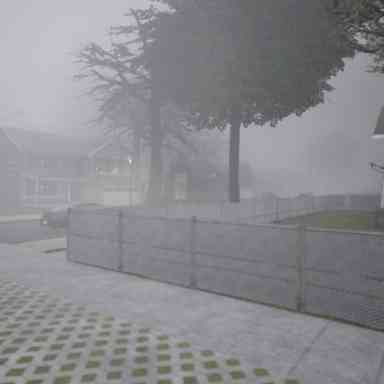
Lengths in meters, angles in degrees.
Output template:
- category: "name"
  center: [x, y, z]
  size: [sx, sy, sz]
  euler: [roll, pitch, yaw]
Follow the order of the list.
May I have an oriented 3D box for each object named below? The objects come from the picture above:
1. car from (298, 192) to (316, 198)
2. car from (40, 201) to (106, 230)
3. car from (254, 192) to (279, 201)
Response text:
- category: "car"
  center: [17.044, 0.728, 49.084]
  size: [1.837, 1.490, 4.892]
  euler: [2, 3, 36]
- category: "car"
  center: [-5.606, 1.227, 17.580]
  size: [1.812, 1.442, 4.674]
  euler: [2, 2, 36]
- category: "car"
  center: [9.898, 0.738, 44.043]
  size: [2.128, 1.511, 4.902]
  euler: [2, 2, 36]
